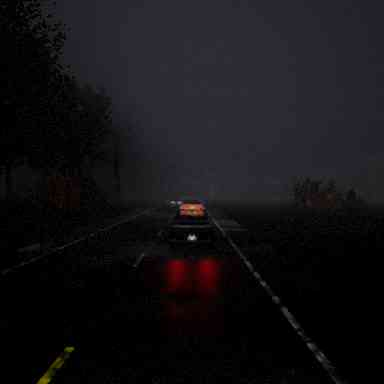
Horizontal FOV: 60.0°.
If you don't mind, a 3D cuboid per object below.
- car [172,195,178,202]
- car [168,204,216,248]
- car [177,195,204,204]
[{"bbox_3d":[-3.500,1.403,75.929,1.837,1.490,4.892,0,0,0],"label":"car"},{"bbox_3d":[0.000,1.488,14.651,2.128,1.511,4.902,0,0,0],"label":"car"},{"bbox_3d":[0.000,1.351,29.622,2.097,1.767,4.553,0,0,0],"label":"car"}]
